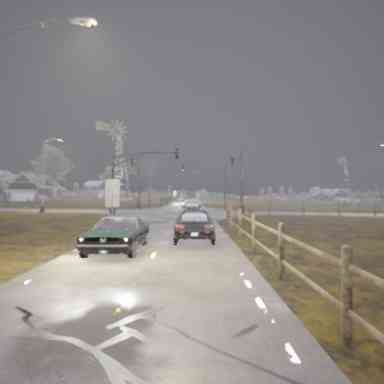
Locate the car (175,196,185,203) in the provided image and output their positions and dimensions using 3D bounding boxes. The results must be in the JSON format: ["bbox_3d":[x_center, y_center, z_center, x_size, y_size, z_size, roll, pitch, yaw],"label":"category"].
[{"bbox_3d":[-2.747,1.866,74.437,1.895,1.301,4.718,0,0,0],"label":"car"}]

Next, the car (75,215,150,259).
[{"bbox_3d":[-2.826,1.610,12.805,1.895,1.301,4.718,0,0,0],"label":"car"}]

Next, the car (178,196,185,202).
[{"bbox_3d":[-2.743,1.862,90.066,1.837,1.490,4.892,0,0,0],"label":"car"}]

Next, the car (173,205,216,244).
[{"bbox_3d":[0.102,1.540,15.682,1.812,1.442,4.674,0,0,0],"label":"car"}]

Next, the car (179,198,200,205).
[{"bbox_3d":[0.005,1.566,29.966,1.812,1.442,4.674,0,0,0],"label":"car"}]
